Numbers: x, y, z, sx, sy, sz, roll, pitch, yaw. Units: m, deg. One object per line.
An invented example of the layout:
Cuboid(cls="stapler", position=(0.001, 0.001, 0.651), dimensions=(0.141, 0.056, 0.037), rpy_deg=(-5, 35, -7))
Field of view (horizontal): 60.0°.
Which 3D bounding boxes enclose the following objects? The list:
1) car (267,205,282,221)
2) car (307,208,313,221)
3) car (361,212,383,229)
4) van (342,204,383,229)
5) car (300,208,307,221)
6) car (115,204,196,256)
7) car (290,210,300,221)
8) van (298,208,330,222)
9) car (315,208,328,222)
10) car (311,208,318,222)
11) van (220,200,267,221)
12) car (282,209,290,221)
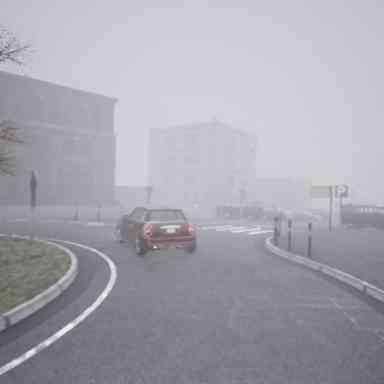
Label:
Cuboid(cls="car", position=(6.797, 2.291, 36.686), dimensions=(5.008, 1.535, 2.097), rpy_deg=(1, -3, 37))
Cuboid(cls="car", position=(13.514, 3.202, 45.713), dimensions=(4.674, 1.452, 2.002), rpy_deg=(1, -4, 37))
Cuboid(cls="car", position=(20.137, 3.004, 34.010), dimensions=(4.792, 1.488, 2.163), rpy_deg=(1, -4, 37))
Cuboid(cls="van", position=(13.635, 1.955, 25.010), dimensions=(4.442, 1.987, 1.878), rpy_deg=(1, -3, 37))
Cuboid(cls="car", position=(11.877, 2.975, 43.466), dimensions=(4.792, 1.488, 2.163), rpy_deg=(1, -4, 37))
Cuboid(cls="car", position=(-1.590, 1.311, 13.217), dimensions=(2.097, 1.767, 4.553), rpy_deg=(1, 0, -24))
Cuboid(cls="car", position=(10.047, 2.723, 41.362), dimensions=(5.366, 1.575, 1.946), rpy_deg=(1, -4, 37))
Cuboid(cls="van", position=(20.000, 3.790, 54.633), dimensions=(4.442, 1.987, 1.878), rpy_deg=(1, -4, 37))
Cuboid(cls="car", position=(16.983, 3.595, 50.074), dimensions=(5.366, 1.575, 1.946), rpy_deg=(1, -4, 37))
Cuboid(cls="car", position=(15.100, 3.408, 47.848), dimensions=(4.674, 1.452, 2.002), rpy_deg=(1, -4, 37))
Cuboid(cls="van", position=(5.069, 1.872, 34.541), dimensions=(4.442, 1.987, 1.878), rpy_deg=(1, -3, 37))
Cuboid(cls="car", position=(8.493, 2.378, 38.903), dimensions=(4.553, 1.767, 2.185), rpy_deg=(1, -3, 37))
